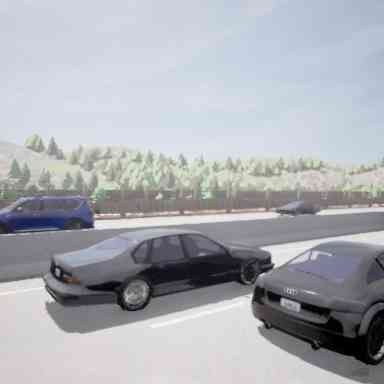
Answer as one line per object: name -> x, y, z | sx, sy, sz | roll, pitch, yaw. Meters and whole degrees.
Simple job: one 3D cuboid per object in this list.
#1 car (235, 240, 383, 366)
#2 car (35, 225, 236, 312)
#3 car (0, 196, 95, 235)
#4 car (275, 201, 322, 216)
car -> 3.034, 1.580, 5.904 | 4.181, 1.385, 1.994 | 0, 0, -36
car -> -0.475, 1.559, 7.706 | 5.357, 1.411, 2.033 | 0, 0, -35
car -> -7.476, 1.230, 15.854 | 5.566, 2.045, 2.150 | 0, 0, -35
car -> 10.648, 1.646, 33.026 | 5.357, 1.411, 2.033 | 0, 0, -35
